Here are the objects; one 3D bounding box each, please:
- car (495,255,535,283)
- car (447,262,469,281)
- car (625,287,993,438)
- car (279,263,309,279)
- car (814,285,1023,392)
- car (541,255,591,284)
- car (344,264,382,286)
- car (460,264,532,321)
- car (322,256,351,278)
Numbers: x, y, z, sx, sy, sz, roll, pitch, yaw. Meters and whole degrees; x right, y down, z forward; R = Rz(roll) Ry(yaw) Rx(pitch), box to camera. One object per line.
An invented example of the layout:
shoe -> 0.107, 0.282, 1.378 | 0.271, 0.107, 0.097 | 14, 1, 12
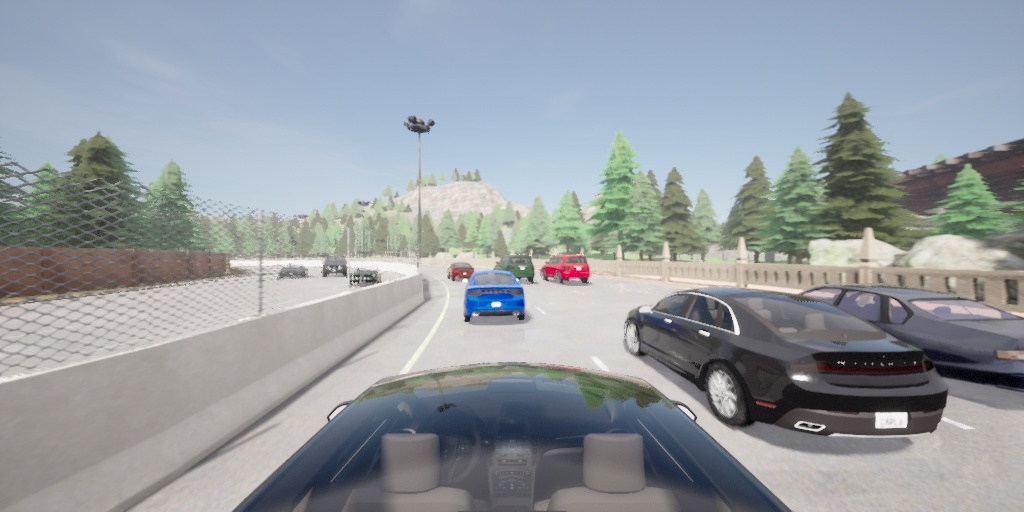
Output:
car -> 0.080, 0.972, 27.614 | 2.150, 2.045, 5.566 | 0, 0, -14
car -> -4.430, 1.248, 30.610 | 1.882, 1.535, 5.008 | 0, 0, -16
car -> 3.343, 1.241, 5.669 | 1.837, 1.490, 4.892 | 0, 0, -2
car -> -20.724, 1.402, 34.207 | 1.994, 1.385, 4.181 | 0, 0, -23
car -> 6.845, 1.269, 6.947 | 2.033, 1.411, 5.357 | 0, 0, -3
car -> 3.885, 0.956, 26.764 | 2.150, 2.045, 5.566 | 0, 0, -13
car -> -10.513, 1.396, 25.895 | 1.895, 1.301, 4.718 | 0, 0, -16
car -> -0.720, 1.231, 12.643 | 1.882, 1.535, 5.008 | 0, 0, -6
car -> -17.658, 1.046, 36.037 | 2.150, 2.045, 5.566 | 0, 0, -23
